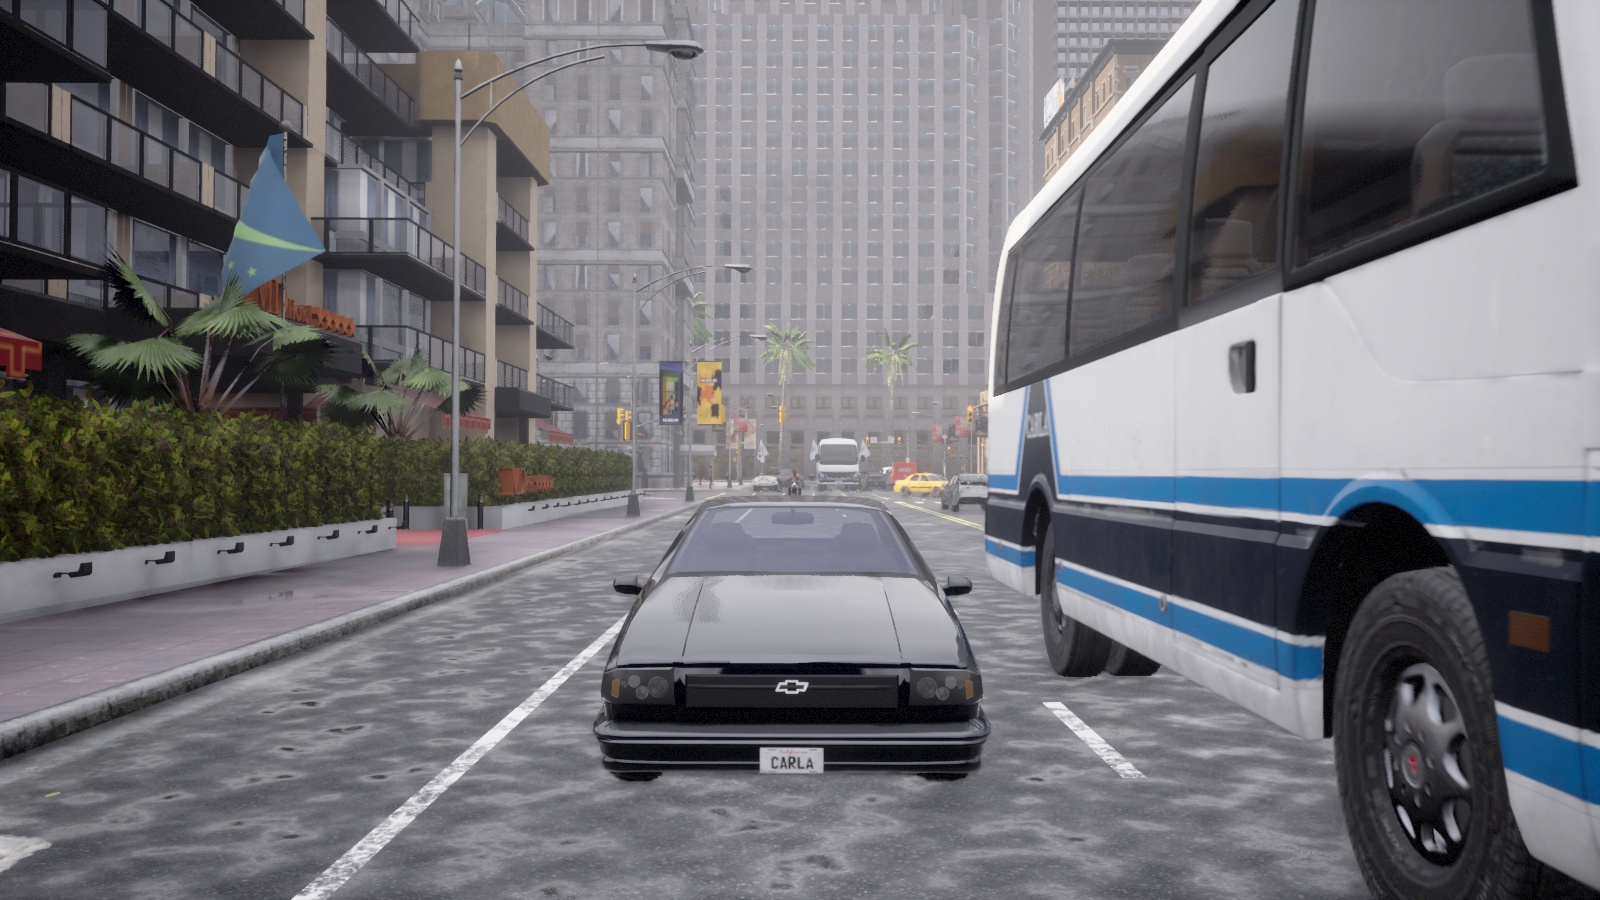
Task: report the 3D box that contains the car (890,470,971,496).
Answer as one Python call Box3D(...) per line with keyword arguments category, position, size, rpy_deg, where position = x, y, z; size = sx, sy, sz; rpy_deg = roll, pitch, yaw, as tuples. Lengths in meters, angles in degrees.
Box3D(category="car", position=(7.959, 2.013, 77.058), size=(1.801, 1.575, 5.366), rpy_deg=(1, -1, -36))

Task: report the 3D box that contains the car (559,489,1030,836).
Box3D(category="car", position=(-0.035, 0.998, 8.108), size=(2.033, 1.411, 5.357), rpy_deg=(0, -1, 0))

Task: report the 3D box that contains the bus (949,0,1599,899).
Box3D(category="bus", position=(3.464, -0.458, 7.049), size=(3.944, 4.253, 10.273), rpy_deg=(0, -1, 0))

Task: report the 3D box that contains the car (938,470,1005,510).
Box3D(category="car", position=(6.795, 1.575, 50.199), size=(2.007, 1.525, 4.514), rpy_deg=(0, -1, 0))

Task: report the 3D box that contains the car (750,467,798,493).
Box3D(category="car", position=(-1.866, 2.201, 93.265), size=(1.932, 1.855, 4.605), rpy_deg=(0, -1, 21))
